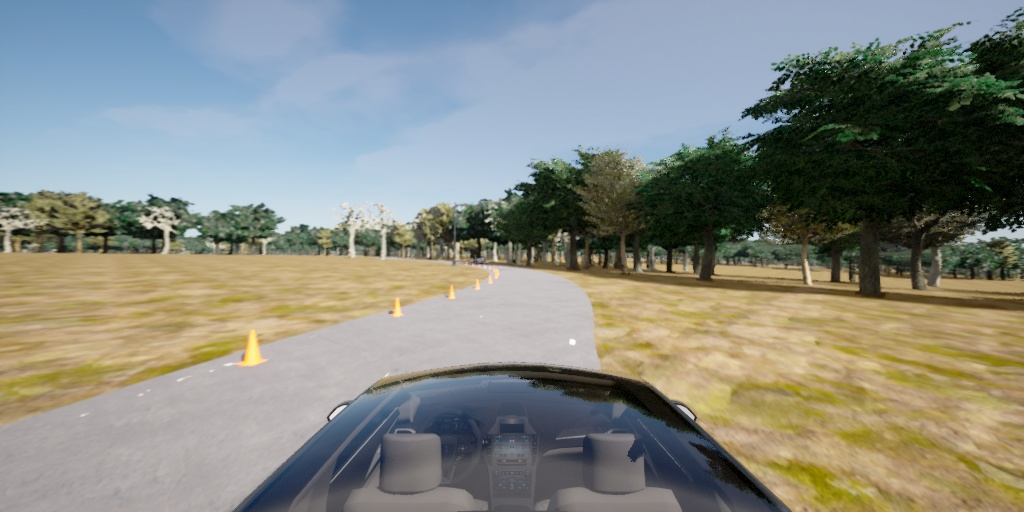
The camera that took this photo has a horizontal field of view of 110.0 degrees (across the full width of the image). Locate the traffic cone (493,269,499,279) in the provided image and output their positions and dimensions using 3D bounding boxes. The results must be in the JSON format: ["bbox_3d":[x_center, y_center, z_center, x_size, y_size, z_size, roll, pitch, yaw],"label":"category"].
[{"bbox_3d":[-1.385,1.656,30.888,0.340,0.580,0.340,0,0,1],"label":"traffic cone"}]

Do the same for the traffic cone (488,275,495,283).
[{"bbox_3d":[-1.592,1.653,26.034,0.340,0.580,0.340,0,0,4],"label":"traffic cone"}]

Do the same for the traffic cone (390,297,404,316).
[{"bbox_3d":[-3.723,1.625,11.627,0.340,0.580,0.340,0,0,13],"label":"traffic cone"}]

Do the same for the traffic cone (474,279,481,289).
[{"bbox_3d":[-2.052,1.646,21.197,0.340,0.580,0.340,0,0,7],"label":"traffic cone"}]

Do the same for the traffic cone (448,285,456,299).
[{"bbox_3d":[-2.763,1.635,16.390,0.340,0.580,0.340,0,0,10],"label":"traffic cone"}]

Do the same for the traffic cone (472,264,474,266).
[{"bbox_3d":[-6.962,1.484,64.252,0.340,0.580,0.340,0,0,-20],"label":"traffic cone"}]

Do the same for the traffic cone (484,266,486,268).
[{"bbox_3d":[-4.130,1.578,54.960,0.340,0.580,0.340,0,0,-14],"label":"traffic cone"}]

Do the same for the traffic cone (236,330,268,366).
[{"bbox_3d":[-4.661,1.618,6.437,0.340,0.580,0.340,0,0,7],"label":"traffic cone"}]
